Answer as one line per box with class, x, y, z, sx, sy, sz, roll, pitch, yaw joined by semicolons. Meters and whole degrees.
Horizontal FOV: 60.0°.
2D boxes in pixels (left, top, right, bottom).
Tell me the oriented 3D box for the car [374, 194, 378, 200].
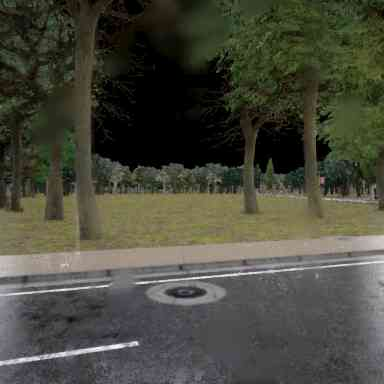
car;41.158;1.192;72.728;1.882;1.535;5.008;0;0;5
